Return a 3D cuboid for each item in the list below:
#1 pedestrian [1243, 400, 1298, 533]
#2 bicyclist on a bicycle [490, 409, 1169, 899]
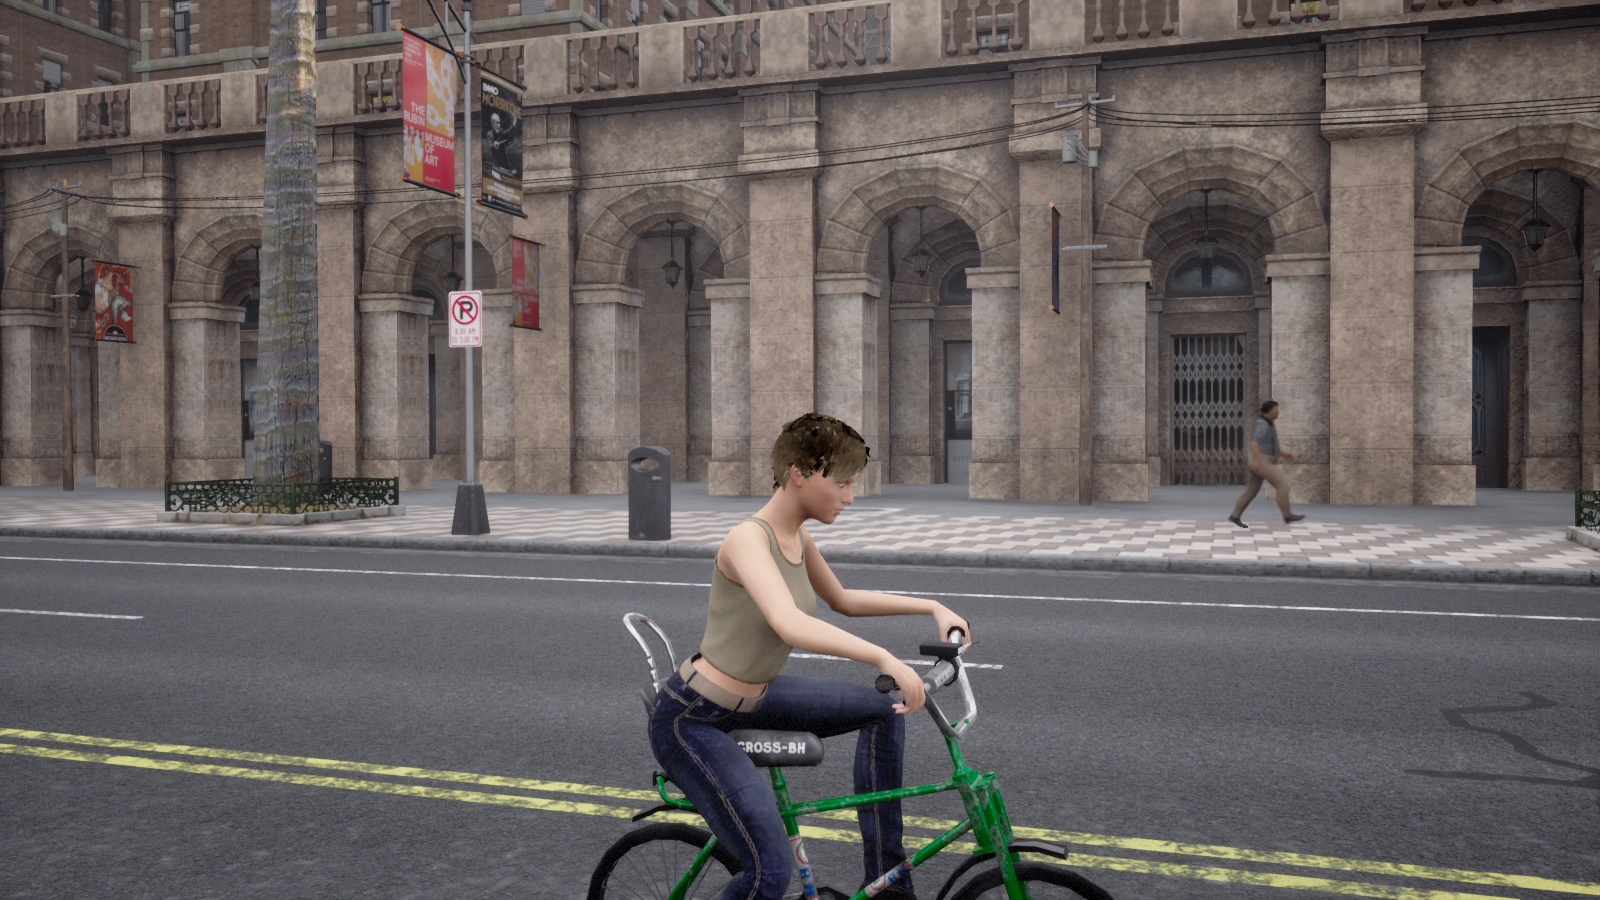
[{"bbox_3d":[6.634,0.224,17.734,0.694,1.848,0.540,1,1,18],"label":"pedestrian"},{"bbox_3d":[0.116,0.713,3.158,1.509,1.612,0.866,1,1,19],"label":"bicyclist on a bicycle"}]
